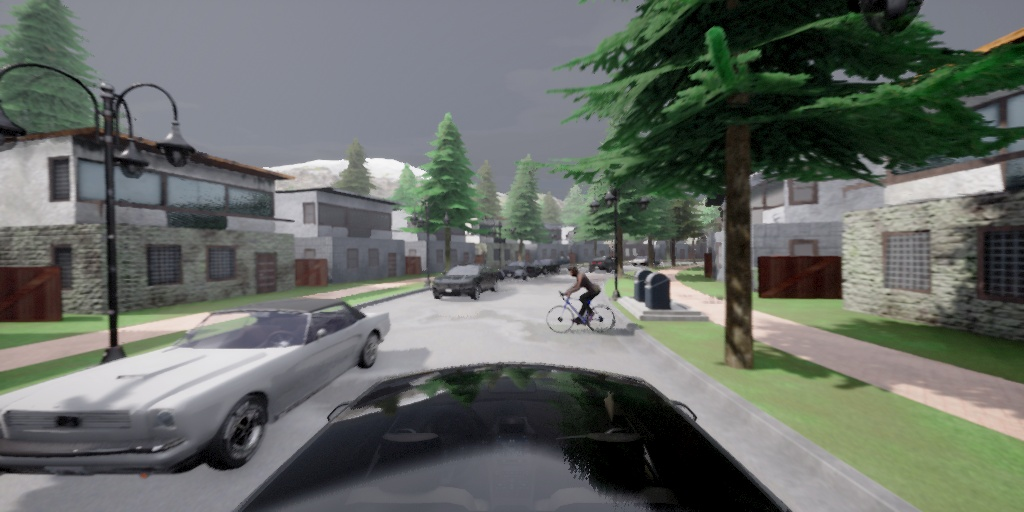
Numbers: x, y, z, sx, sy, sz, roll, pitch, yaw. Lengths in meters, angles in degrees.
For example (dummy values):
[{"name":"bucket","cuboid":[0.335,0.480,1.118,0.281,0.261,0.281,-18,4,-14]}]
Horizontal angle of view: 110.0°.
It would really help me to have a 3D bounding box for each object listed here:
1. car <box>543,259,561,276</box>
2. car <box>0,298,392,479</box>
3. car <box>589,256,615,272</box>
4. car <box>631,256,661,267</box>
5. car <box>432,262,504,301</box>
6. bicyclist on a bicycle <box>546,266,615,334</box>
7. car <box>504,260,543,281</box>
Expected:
[{"name":"car","cuboid":[2.569,0.967,30.446,1.895,1.301,4.718,0,1,25]},{"name":"car","cuboid":[-3.407,1.347,5.000,1.895,1.301,4.718,-1,1,1]},{"name":"car","cuboid":[8.917,0.752,34.434,1.837,1.490,4.892,0,1,32]},{"name":"car","cuboid":[16.739,0.634,44.583,4.718,1.301,1.895,-1,1,-44]},{"name":"car","cuboid":[-2.007,1.065,16.644,1.882,1.535,5.008,-1,1,12]},{"name":"bicyclist on a bicycle","cuboid":[1.640,1.064,8.613,1.656,1.620,0.582,0,1,4]},{"name":"car","cuboid":[0.528,1.046,26.041,1.994,1.385,4.181,0,1,21]}]
